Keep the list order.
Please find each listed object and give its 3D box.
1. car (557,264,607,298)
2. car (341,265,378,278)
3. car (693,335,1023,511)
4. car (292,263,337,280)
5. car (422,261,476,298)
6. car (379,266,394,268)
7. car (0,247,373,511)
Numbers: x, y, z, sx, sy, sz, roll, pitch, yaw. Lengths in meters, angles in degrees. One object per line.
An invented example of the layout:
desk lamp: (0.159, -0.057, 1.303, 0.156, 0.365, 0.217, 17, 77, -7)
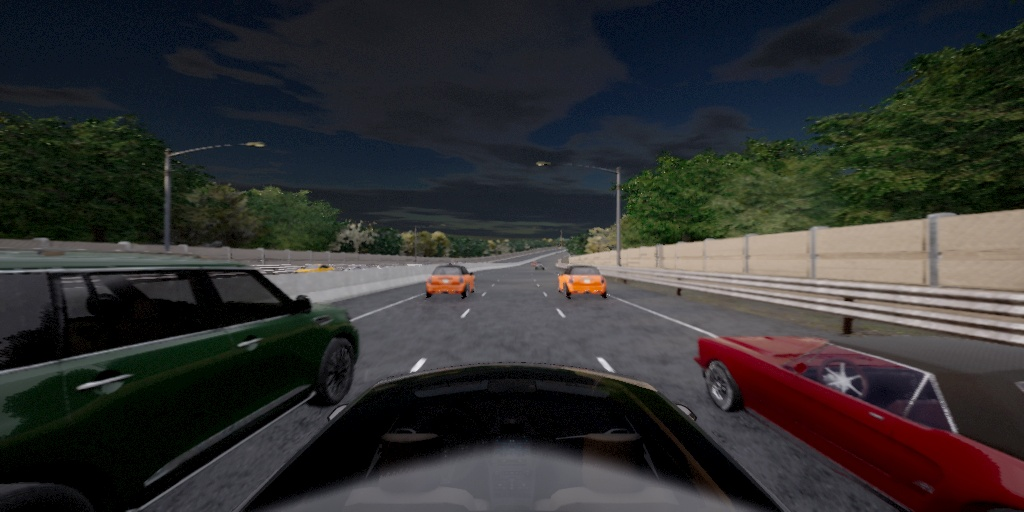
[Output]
car: (3.750, 1.290, 19.886, 2.097, 1.767, 4.553, 0, -1, 1)
car: (-16.953, 1.740, 40.156, 1.895, 1.301, 4.718, 0, -1, 2)
car: (3.606, 1.370, 3.183, 1.895, 1.301, 4.718, 0, -1, 0)
car: (-20.536, 1.575, 37.568, 1.882, 1.535, 5.008, 0, -1, 2)
car: (-3.252, 1.276, 19.833, 2.097, 1.767, 4.553, 0, -1, 1)
car: (-13.518, 1.723, 38.159, 1.895, 1.301, 4.718, 0, -1, 2)
car: (-3.393, 0.979, 3.127, 2.150, 2.045, 5.566, 0, -1, 0)
